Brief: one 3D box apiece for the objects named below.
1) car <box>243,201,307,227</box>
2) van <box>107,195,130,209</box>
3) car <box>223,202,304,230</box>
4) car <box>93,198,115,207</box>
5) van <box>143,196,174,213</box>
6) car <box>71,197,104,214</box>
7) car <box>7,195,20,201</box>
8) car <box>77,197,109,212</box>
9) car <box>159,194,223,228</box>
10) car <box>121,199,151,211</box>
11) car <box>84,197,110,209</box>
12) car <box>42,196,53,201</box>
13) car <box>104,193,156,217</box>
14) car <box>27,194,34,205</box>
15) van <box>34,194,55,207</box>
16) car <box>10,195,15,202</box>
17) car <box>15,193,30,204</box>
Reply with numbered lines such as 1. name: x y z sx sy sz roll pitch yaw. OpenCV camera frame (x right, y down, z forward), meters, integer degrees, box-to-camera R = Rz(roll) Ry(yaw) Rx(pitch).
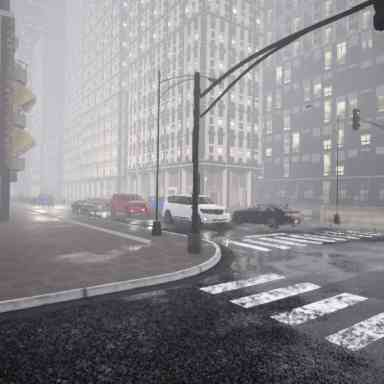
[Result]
1. car: 5.877 1.505 23.960 1.967 1.590 4.097 1 -1 -35
2. van: -10.410 1.368 47.033 1.690 1.788 3.998 1 -1 -35
3. car: 4.619 1.508 21.217 2.128 1.511 4.902 1 -1 -36
4. car: -13.672 1.586 51.645 1.947 1.339 4.313 1 -1 -35
5. van: -3.895 1.382 37.804 1.690 1.788 3.998 1 -1 -35
6. car: -10.743 1.427 32.970 2.008 1.369 4.403 1 -1 -35
7. car: -40.063 1.377 74.500 2.008 1.369 4.403 1 -1 -35
8. car: -11.535 1.412 38.605 2.128 1.511 4.902 1 -1 -35
9. car: 0.092 1.170 22.122 2.150 2.045 5.566 1 -1 -35
10. car: -7.156 1.584 42.416 2.008 1.369 4.403 1 -1 -35
11. car: -13.430 1.451 46.814 1.882 1.535 5.008 1 -1 -35
12. car: -36.477 1.570 83.946 1.802 1.307 4.206 1 -1 -35
13. car: -5.687 1.155 30.310 2.150 2.045 5.566 1 -1 -35
14. car: -23.775 1.432 51.427 1.802 1.307 4.206 1 -1 -35
15. van: -20.513 1.197 46.815 1.690 1.788 3.998 1 -1 -35
16. car: -36.806 1.396 69.885 1.947 1.339 4.313 1 -1 -35
17. car: -30.286 1.155 60.659 2.192 1.841 5.009 1 -1 -35
